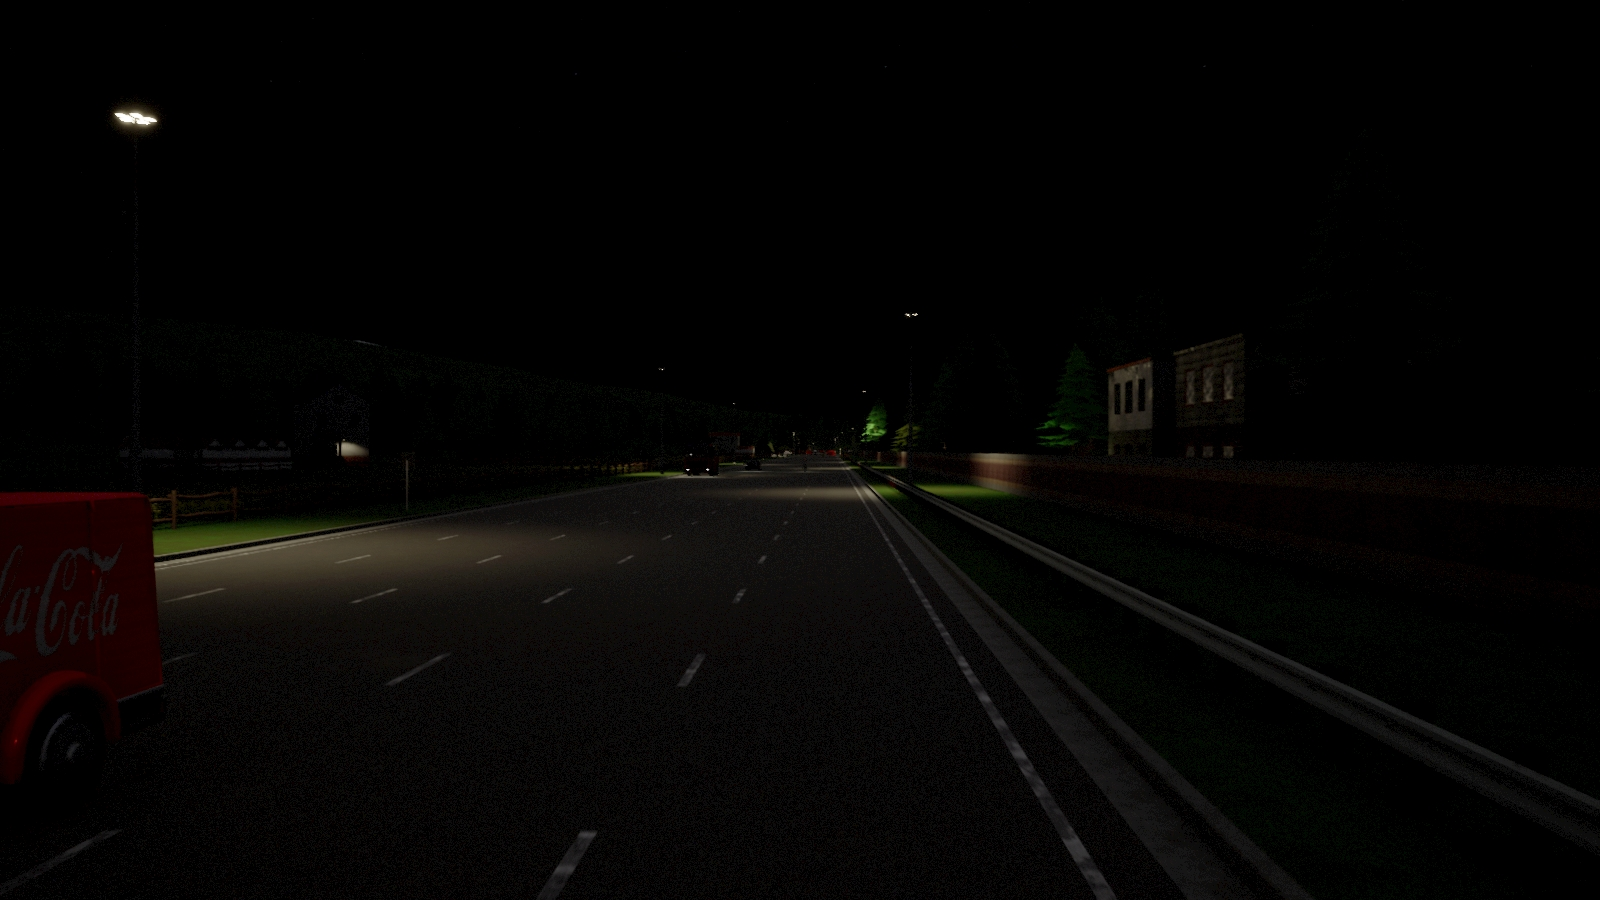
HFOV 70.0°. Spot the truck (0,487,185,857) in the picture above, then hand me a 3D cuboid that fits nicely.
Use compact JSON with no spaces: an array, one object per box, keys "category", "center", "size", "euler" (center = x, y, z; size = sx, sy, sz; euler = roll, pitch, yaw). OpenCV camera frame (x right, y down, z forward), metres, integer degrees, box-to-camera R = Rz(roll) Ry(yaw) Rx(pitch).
[{"category":"truck","center":[-6.824,1.566,7.532],"size":[2.627,2.467,5.204],"euler":[0,0,2]}]
